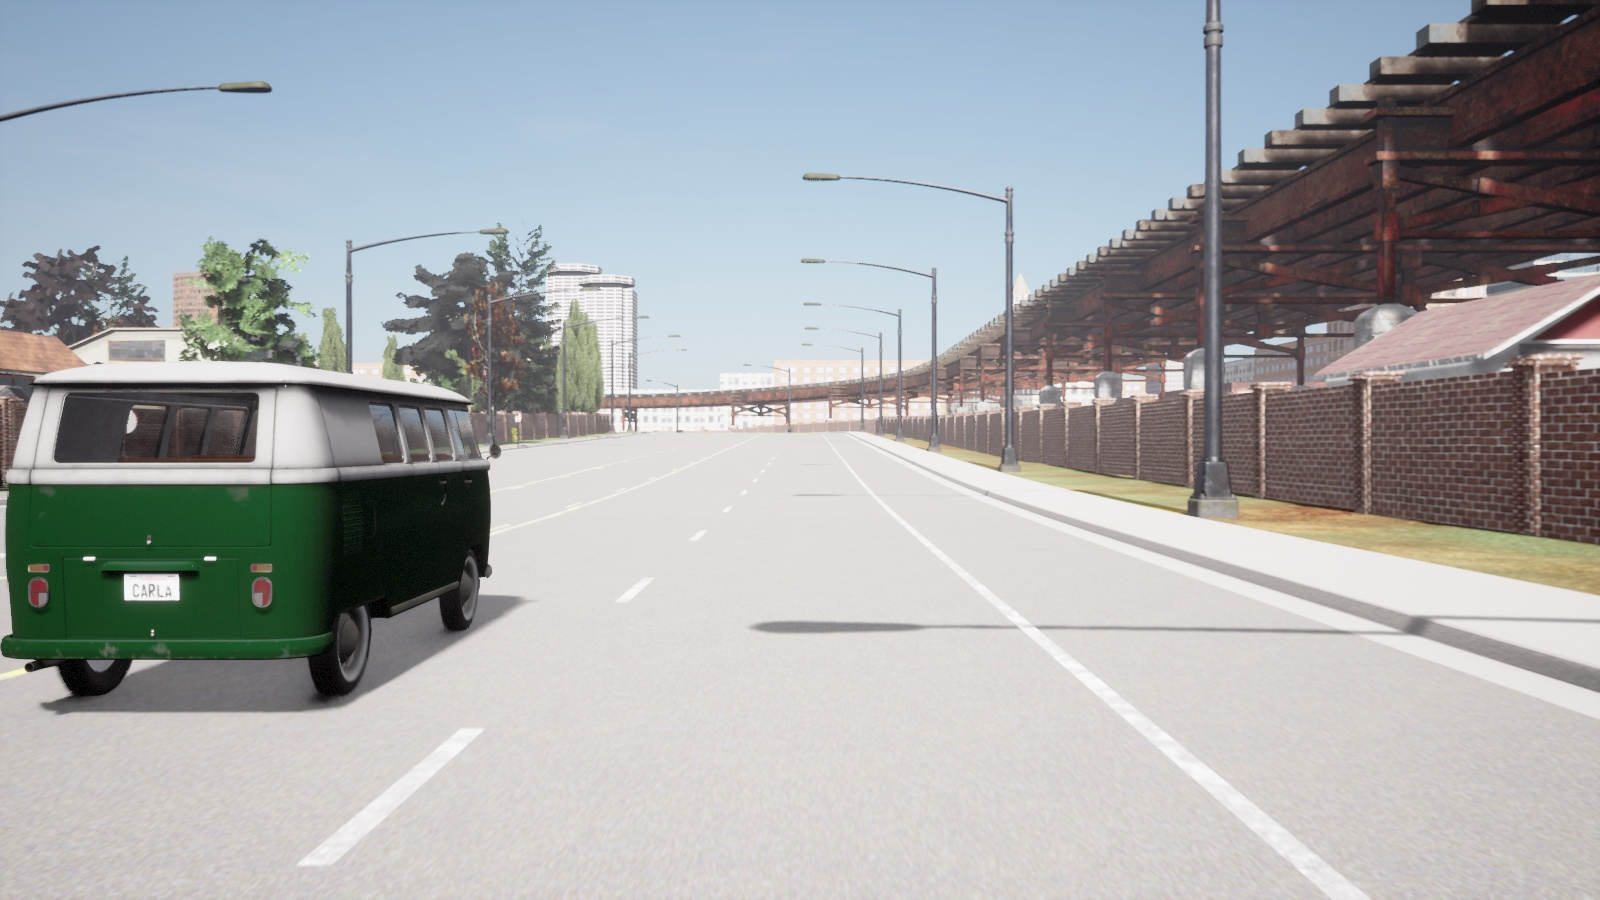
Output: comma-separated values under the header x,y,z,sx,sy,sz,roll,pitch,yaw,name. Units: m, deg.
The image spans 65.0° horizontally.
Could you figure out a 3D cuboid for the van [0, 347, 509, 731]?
x,y,z,sx,sy,sz,roll,pitch,yaw,name
-3.436,0.447,8.726,1.775,1.987,4.442,0,0,0,van
